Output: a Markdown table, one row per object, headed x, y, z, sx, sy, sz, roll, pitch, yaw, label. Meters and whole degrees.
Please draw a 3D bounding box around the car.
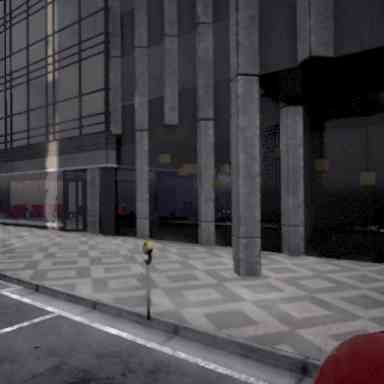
| x | y | z | sx | sy | sz | roll | pitch | yaw | label |
| --- | --- | --- | --- | --- | --- | --- | --- | --- | --- |
| 2.803 | 1.309 | 0.858 | 5.009 | 1.841 | 2.192 | 0 | -1 | 36 | car |
